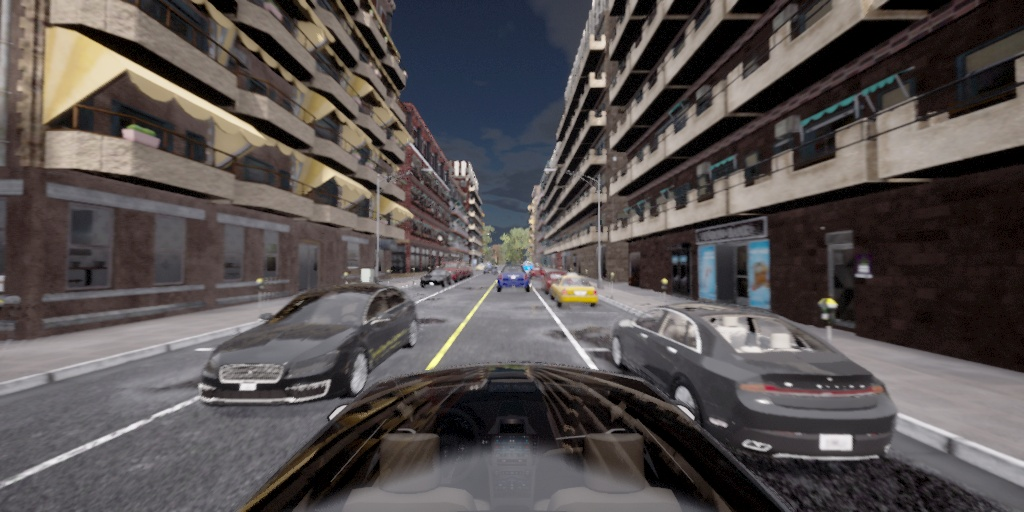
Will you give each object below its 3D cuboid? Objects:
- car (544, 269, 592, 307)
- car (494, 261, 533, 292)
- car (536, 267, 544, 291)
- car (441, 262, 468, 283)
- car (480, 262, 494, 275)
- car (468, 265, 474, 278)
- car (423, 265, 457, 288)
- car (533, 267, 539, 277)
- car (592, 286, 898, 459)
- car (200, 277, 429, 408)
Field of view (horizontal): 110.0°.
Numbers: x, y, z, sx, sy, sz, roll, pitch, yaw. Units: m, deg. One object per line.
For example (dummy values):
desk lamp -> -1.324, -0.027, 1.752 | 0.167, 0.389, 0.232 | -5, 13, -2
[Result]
car -> 2.692, 1.457, 16.475 | 1.751, 1.417, 4.829 | 0, 0, 0
car -> 0.092, 1.381, 24.196 | 2.097, 1.767, 4.553 | 0, -1, 0
car -> 2.692, 1.583, 21.877 | 1.802, 1.307, 4.207 | 0, 0, 0
car -> -5.689, 1.454, 33.057 | 2.192, 1.841, 5.009 | 0, 0, 0
car -> -2.999, 1.961, 50.793 | 1.994, 1.385, 4.181 | 0, -1, 0
car -> -5.689, 1.523, 38.628 | 2.192, 1.841, 5.009 | 0, 0, 0
car -> -5.689, 1.636, 27.487 | 1.948, 1.339, 4.313 | 0, 0, 0
car -> 2.692, 1.790, 38.589 | 1.802, 1.307, 4.207 | 0, 0, 0
car -> 2.691, 1.343, 5.164 | 2.007, 1.370, 4.403 | 0, 0, 0
car -> -3.101, 1.316, 6.643 | 1.837, 1.490, 4.892 | 0, -1, 0
